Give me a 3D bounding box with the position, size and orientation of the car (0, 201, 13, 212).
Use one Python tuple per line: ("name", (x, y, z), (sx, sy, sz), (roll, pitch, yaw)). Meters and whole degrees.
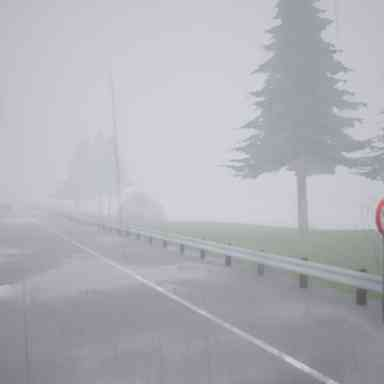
("car", (-27.500, 2.121, 48.917), (1.837, 1.490, 4.892), (0, -1, -31))
